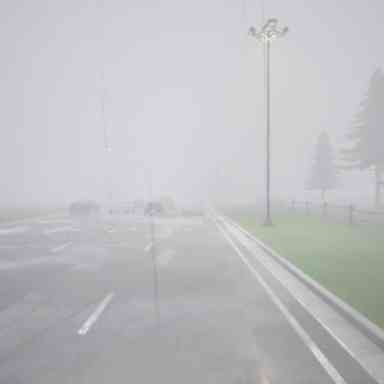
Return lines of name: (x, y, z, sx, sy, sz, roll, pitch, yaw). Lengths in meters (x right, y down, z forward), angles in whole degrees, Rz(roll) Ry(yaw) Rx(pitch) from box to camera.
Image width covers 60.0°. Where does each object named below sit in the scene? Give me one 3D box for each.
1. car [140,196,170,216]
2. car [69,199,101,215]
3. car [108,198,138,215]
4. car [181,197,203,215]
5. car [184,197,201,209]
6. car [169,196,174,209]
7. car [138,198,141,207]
car: (-3.484, 1.453, 32.260, 1.837, 1.490, 4.892, 0, 0, 1)
car: (-10.476, 1.424, 32.854, 1.882, 1.535, 5.008, 0, 0, 1)
car: (-6.977, 1.472, 33.375, 1.812, 1.442, 4.674, 0, 0, 0)
car: (0.018, 1.474, 32.412, 1.812, 1.442, 4.674, 0, 0, 1)
car: (0.031, 1.421, 44.181, 2.128, 1.511, 4.902, 0, 0, 0)
car: (-3.471, 1.281, 43.831, 2.097, 1.767, 4.553, 0, 0, 0)
car: (-6.962, 1.491, 45.237, 1.994, 1.385, 4.181, 0, 0, 0)
